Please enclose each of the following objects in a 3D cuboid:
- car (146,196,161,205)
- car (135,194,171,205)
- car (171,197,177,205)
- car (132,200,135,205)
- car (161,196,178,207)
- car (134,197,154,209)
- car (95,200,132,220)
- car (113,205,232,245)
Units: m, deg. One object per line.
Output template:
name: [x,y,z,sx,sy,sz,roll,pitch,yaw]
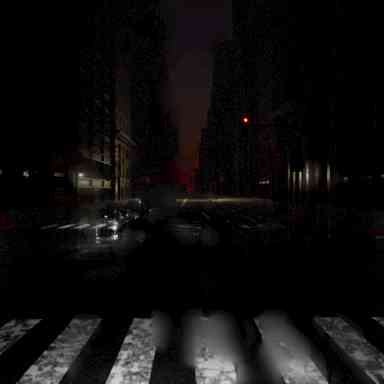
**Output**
car: [-6.588,1.495,57.172,2.033,1.411,5.357,0,0,0]
car: [-3.364,1.203,29.983,2.150,2.045,5.566,0,0,0]
car: [-3.367,1.463,40.077,2.128,1.511,4.902,0,0,0]
car: [-6.618,1.575,37.052,1.895,1.301,4.718,0,0,0]
car: [-3.358,1.450,50.499,2.128,1.511,4.902,0,0,0]
car: [-6.615,1.455,46.460,2.128,1.511,4.902,0,0,0]
car: [-6.632,1.584,27.936,1.895,1.301,4.718,0,0,1]
car: [-0.707,1.462,14.683,4.892,1.490,1.837,-1,0,0]
